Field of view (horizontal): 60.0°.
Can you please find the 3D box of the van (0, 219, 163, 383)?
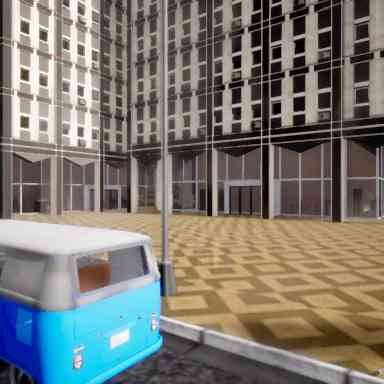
[{"bbox_3d":[-2.278,1.341,4.657,3.998,1.788,1.690,0,0,36],"label":"van"}]
